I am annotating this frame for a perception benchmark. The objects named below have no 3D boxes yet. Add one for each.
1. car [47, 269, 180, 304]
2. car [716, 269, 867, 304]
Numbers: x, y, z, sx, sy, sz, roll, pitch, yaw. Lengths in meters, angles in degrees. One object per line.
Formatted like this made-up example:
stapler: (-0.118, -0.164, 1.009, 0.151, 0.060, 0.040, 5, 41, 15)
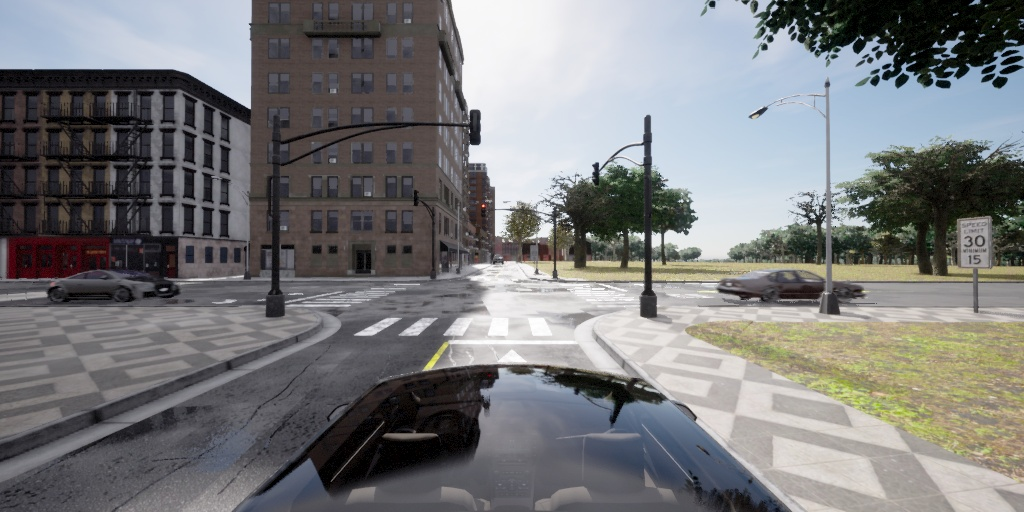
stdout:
car: (-16.995, 1.269, 15.440, 4.181, 1.385, 1.994, 0, -1, 0)
car: (11.842, 1.264, 15.456, 5.357, 1.411, 2.033, 0, -1, 0)
